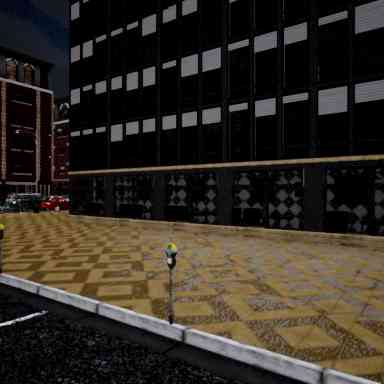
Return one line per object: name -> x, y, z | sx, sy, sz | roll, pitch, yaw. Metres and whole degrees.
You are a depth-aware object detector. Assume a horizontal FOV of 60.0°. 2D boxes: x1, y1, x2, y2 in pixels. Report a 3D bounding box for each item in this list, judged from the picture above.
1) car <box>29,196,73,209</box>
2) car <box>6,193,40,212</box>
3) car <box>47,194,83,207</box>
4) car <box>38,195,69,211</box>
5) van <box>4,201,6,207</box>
car -> -16.828, 1.213, 39.914 | 1.812, 1.442, 4.674 | 0, 1, 35
car -> -16.565, 1.092, 35.167 | 2.097, 1.767, 4.553 | 0, 1, 35
car -> -16.802, 1.079, 44.240 | 1.967, 1.590, 4.097 | 1, 1, 35
car -> -13.557, 1.269, 35.117 | 1.887, 1.381, 4.507 | 1, 1, 35
van -> -20.036, 1.050, 39.598 | 1.690, 1.788, 3.998 | 1, 1, 35
